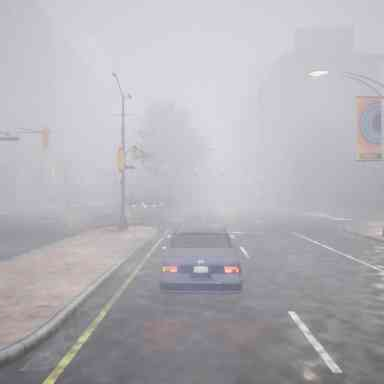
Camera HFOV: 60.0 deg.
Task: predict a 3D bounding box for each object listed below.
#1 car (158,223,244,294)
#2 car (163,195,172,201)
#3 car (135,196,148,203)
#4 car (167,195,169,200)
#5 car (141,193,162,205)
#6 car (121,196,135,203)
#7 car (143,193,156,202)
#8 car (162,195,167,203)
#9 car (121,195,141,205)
[{"bbox_3d":[0.231,1.547,8.949,2.033,1.411,5.357,0,0,1],"label":"car"},{"bbox_3d":[-6.387,1.478,86.642,1.882,1.535,5.008,0,0,1],"label":"car"},{"bbox_3d":[-10.244,1.505,68.056,1.837,1.490,4.892,0,0,1],"label":"car"},{"bbox_3d":[-6.577,1.525,76.548,2.128,1.511,4.902,0,0,1],"label":"car"},{"bbox_3d":[-7.006,1.352,58.003,2.097,1.767,4.553,0,0,1],"label":"car"},{"bbox_3d":[-13.453,1.595,69.845,1.895,1.301,4.718,0,0,1],"label":"car"},{"bbox_3d":[-10.036,1.225,78.741,2.150,2.045,5.566,0,0,1],"label":"car"},{"bbox_3d":[-6.788,1.352,66.775,2.097,1.767,4.553,0,0,1],"label":"car"},{"bbox_3d":[-10.506,1.352,57.881,2.097,1.767,4.553,0,0,1],"label":"car"}]
